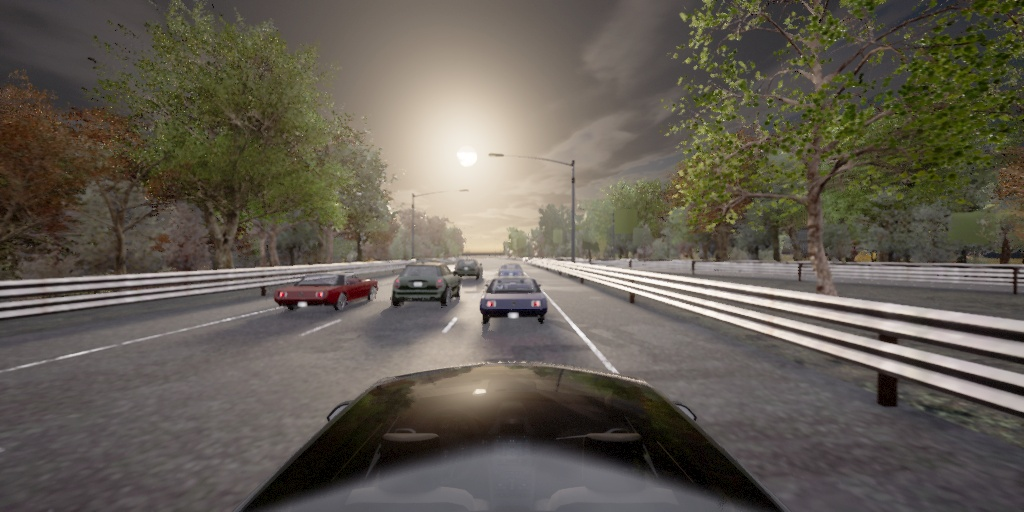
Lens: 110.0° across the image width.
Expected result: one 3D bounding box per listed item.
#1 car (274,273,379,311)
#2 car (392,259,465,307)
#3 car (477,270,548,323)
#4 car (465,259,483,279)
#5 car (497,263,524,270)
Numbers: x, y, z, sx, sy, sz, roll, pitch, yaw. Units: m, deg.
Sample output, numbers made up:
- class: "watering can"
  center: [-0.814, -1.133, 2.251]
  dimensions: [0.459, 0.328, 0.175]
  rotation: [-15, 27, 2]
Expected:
- class: "car"
  center: [-6.956, 1.309, 14.124]
  dimensions: [1.895, 1.301, 4.718]
  rotation: [0, 0, 0]
- class: "car"
  center: [-3.464, 1.056, 15.315]
  dimensions: [2.097, 1.767, 4.553]
  rotation: [0, 0, 0]
- class: "car"
  center: [0.046, 1.316, 11.932]
  dimensions: [1.895, 1.301, 4.718]
  rotation: [0, 0, 0]
- class: "car"
  center: [-3.648, 1.017, 30.510]
  dimensions: [2.097, 1.767, 4.553]
  rotation: [0, 0, -1]
- class: "car"
  center: [-0.091, 1.223, 25.983]
  dimensions: [2.033, 1.411, 5.357]
  rotation: [0, 0, 0]
